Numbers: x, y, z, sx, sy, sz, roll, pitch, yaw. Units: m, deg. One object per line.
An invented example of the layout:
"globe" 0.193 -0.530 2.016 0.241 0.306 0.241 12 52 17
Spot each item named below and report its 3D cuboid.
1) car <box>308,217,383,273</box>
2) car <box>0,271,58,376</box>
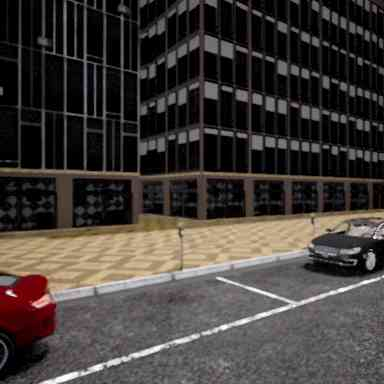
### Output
"car" 5.459 1.503 10.450 4.403 1.369 2.008 0 0 -36
"car" -3.810 1.586 3.837 4.206 1.307 1.802 0 0 -36
